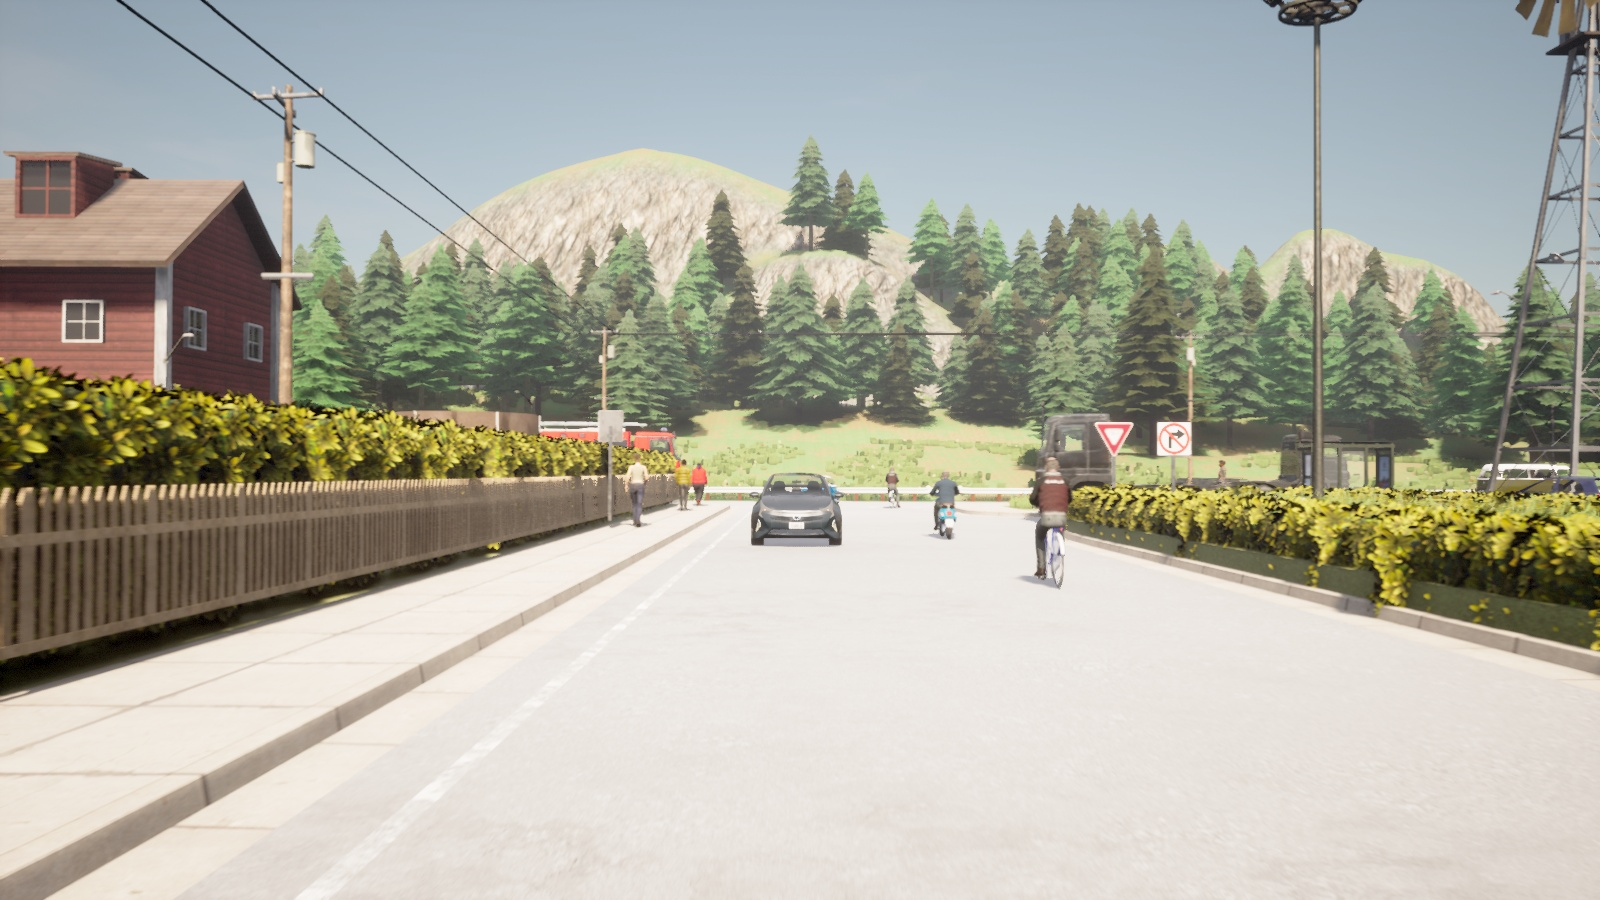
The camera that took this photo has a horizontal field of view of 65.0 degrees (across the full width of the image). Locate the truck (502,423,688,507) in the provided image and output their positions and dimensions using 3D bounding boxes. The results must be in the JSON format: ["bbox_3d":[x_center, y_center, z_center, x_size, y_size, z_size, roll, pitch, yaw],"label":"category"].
[{"bbox_3d":[-9.559,0.680,59.202,8.468,3.827,2.891,0,-1,-7],"label":"truck"}]

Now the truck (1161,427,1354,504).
[{"bbox_3d":[21.277,0.733,58.722,7.936,3.462,2.891,0,-1,0],"label":"truck"}]

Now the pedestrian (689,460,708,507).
[{"bbox_3d":[-4.040,1.326,50.155,0.634,1.844,0.899,0,-1,3],"label":"pedestrian"}]

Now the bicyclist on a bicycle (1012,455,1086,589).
[{"bbox_3d":[3.458,0.965,17.566,0.659,1.776,1.843,0,-1,0],"label":"bicyclist on a bicycle"}]

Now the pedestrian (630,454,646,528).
[{"bbox_3d":[-4.040,1.011,31.337,0.345,1.836,0.594,0,-1,-1],"label":"pedestrian"}]

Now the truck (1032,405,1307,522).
[{"bbox_3d":[11.289,0.444,39.177,7.936,3.462,2.891,0,-1,10],"label":"truck"}]

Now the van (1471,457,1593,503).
[{"bbox_3d":[34.153,1.386,58.674,4.480,2.038,2.069,-1,-1,0],"label":"van"}]

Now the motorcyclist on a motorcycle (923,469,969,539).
[{"bbox_3d":[3.429,1.251,29.677,0.866,1.590,1.817,0,-1,0],"label":"motorcyclist on a motorcycle"}]

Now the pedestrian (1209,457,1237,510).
[{"bbox_3d":[14.459,1.131,42.921,0.869,1.805,0.328,-1,-1,27],"label":"pedestrian"}]

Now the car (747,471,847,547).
[{"bbox_3d":[-0.066,1.224,27.638,2.007,1.525,4.514,0,-1,0],"label":"car"}]

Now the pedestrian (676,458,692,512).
[{"bbox_3d":[-4.017,1.217,43.658,0.431,1.840,0.709,0,-1,5],"label":"pedestrian"}]

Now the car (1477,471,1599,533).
[{"bbox_3d":[19.786,1.296,32.642,1.845,1.501,3.633,0,-1,-16],"label":"car"}]
